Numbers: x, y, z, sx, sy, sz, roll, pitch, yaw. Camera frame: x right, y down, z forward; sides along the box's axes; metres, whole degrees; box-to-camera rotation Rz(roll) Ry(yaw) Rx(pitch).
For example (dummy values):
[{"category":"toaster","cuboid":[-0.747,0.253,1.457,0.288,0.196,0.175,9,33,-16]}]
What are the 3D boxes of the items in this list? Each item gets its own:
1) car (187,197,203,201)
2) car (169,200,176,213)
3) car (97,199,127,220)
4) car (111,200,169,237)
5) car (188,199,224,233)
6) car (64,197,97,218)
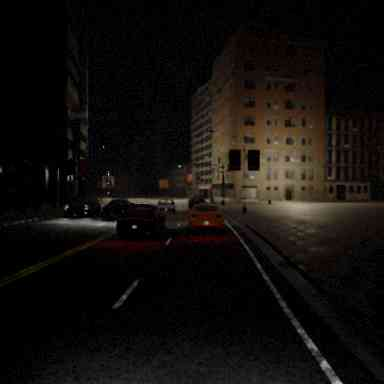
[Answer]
[{"category":"car","cuboid":[0.507,1.304,36.491,1.882,1.535,5.008,0,0,-3]},{"category":"car","cuboid":[-2.638,1.434,34.428,1.895,1.301,4.718,0,0,-2]},{"category":"car","cuboid":[-5.884,1.342,26.841,1.882,1.535,5.008,0,0,-1]},{"category":"car","cuboid":[-2.516,1.391,17.411,1.882,1.535,5.008,0,0,2]},{"category":"car","cuboid":[0.772,1.388,19.077,1.882,1.535,5.008,0,0,1]},{"category":"car","cuboid":[-9.148,1.206,28.139,2.097,1.767,4.553,0,0,-1]}]
